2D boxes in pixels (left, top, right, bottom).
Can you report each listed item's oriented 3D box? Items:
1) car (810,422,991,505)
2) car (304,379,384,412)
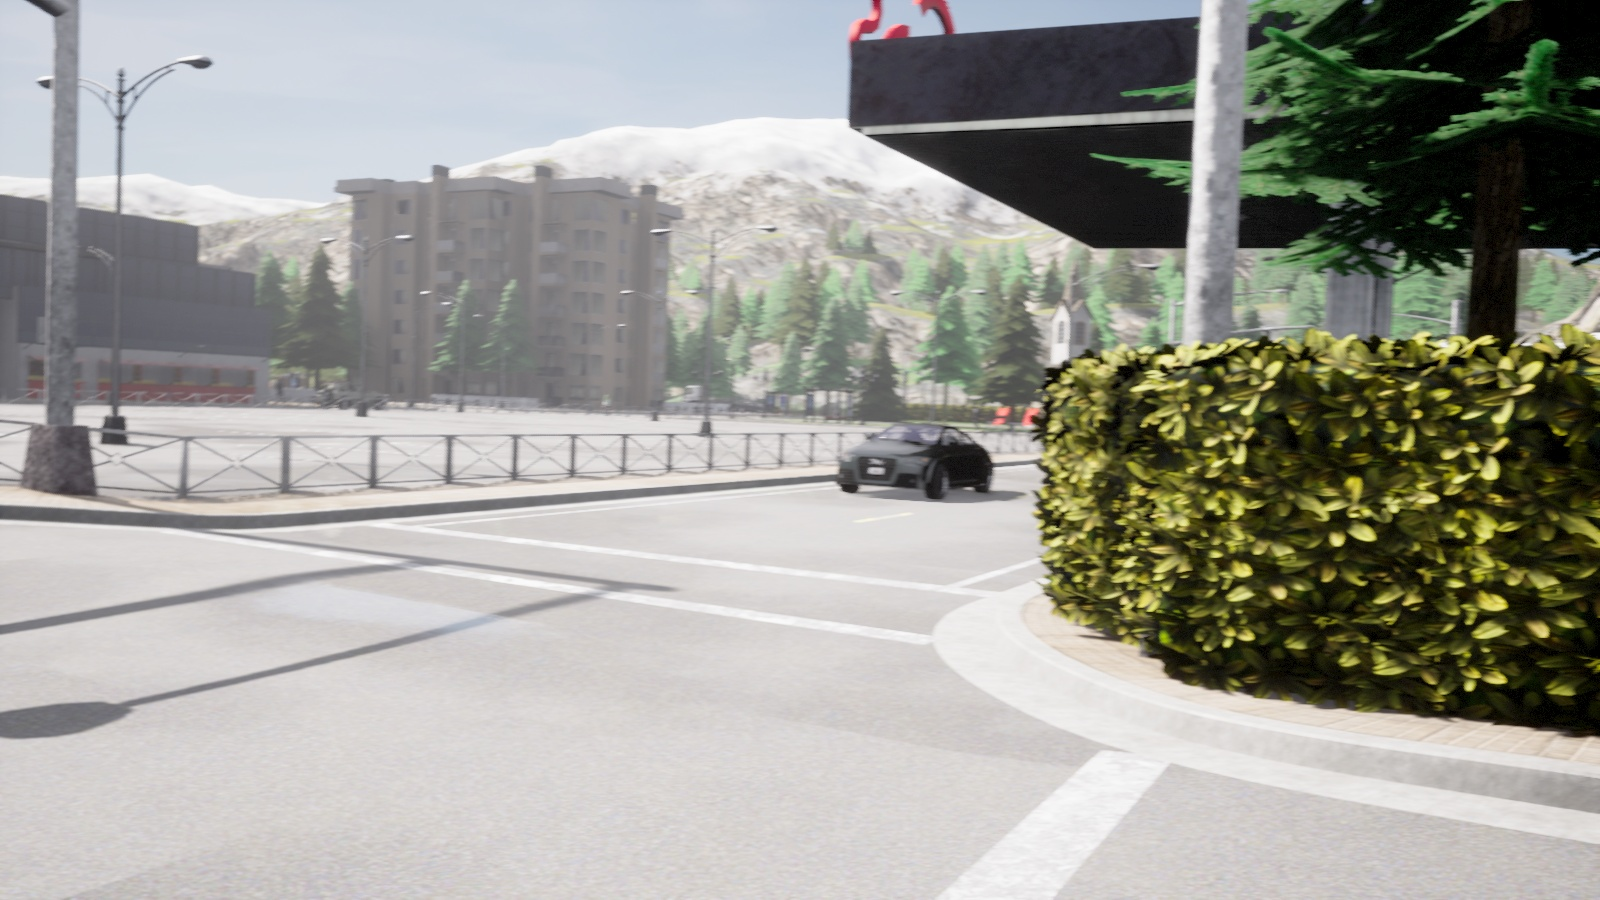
[{"bbox_3d":[2.070,0.205,24.616,1.994,1.385,4.181,4,2,28],"label":"car"},{"bbox_3d":[-28.766,-3.421,79.348,1.932,1.855,4.605,4,2,27],"label":"car"}]
